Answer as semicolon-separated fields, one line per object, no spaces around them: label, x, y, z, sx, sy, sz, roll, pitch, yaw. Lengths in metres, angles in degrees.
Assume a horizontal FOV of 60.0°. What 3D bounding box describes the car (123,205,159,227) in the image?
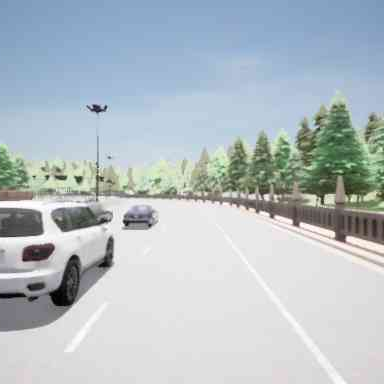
car;-3.455;1.578;23.180;2.033;1.411;5.357;0;0;1

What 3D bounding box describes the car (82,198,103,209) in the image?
car;-14.434;1.628;48.450;1.994;1.385;4.181;0;0;-4

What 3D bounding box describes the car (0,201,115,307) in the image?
car;-3.457;1.227;8.151;2.150;2.045;5.566;0;-1;-1

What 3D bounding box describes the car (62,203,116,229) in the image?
car;-6.956;1.578;23.186;2.033;1.411;5.357;0;0;1
